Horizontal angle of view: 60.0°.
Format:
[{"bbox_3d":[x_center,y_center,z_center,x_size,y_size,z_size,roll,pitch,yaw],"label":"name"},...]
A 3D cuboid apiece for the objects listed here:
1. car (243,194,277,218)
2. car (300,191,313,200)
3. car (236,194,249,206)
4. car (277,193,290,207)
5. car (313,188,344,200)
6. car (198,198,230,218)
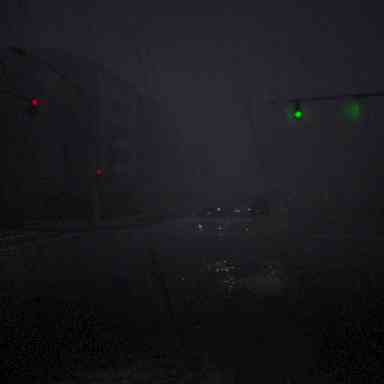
[{"bbox_3d":[5.458,1.148,26.177,1.837,1.490,4.892,-1,1,17],"label":"car"},{"bbox_3d":[20.738,0.602,57.901,4.892,1.490,1.837,-1,0,-38],"label":"car"},{"bbox_3d":[7.098,1.013,41.203,2.033,1.411,5.357,-1,1,27],"label":"car"},{"bbox_3d":[10.330,0.911,39.667,1.882,1.535,5.008,-1,1,28],"label":"car"},{"bbox_3d":[23.095,0.288,55.313,5.566,2.045,2.150,-1,1,-38],"label":"car"},{"bbox_3d":[1.851,1.224,26.326,1.812,1.442,4.674,-1,1,17],"label":"car"}]
